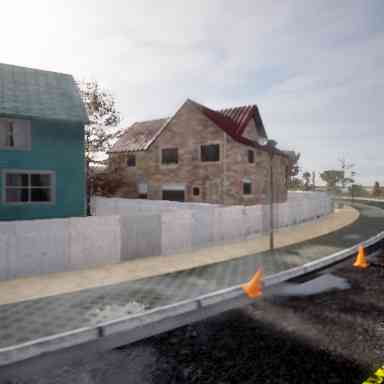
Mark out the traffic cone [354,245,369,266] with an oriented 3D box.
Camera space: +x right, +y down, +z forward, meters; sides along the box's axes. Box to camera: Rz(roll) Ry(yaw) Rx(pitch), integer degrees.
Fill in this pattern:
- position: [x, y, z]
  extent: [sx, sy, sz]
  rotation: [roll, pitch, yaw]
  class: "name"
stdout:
- position: [5.113, 1.898, 10.040]
  extent: [0.340, 0.580, 0.340]
  rotation: [0, 0, 44]
  class: "traffic cone"
